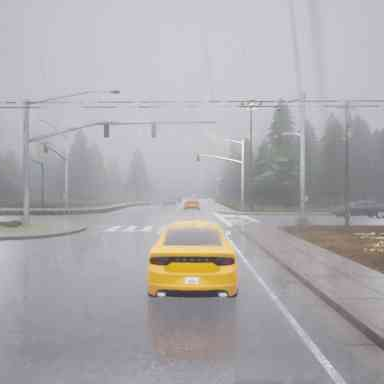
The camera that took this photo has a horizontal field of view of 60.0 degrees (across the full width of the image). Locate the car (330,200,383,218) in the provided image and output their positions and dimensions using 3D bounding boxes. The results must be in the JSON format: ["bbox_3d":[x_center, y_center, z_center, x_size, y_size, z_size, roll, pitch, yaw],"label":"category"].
[{"bbox_3d":[14.890,1.531,29.587,4.892,1.490,1.837,0,0,1],"label":"car"}]

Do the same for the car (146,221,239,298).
[{"bbox_3d":[0.043,1.474,8.599,1.882,1.535,5.008,0,0,1],"label":"car"}]

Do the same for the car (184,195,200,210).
[{"bbox_3d":[-0.011,1.478,42.262,1.882,1.535,5.008,0,0,0],"label":"car"}]

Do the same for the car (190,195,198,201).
[{"bbox_3d":[0.641,1.442,83.215,1.837,1.490,4.892,0,0,2],"label":"car"}]

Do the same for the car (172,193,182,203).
[{"bbox_3d":[-3.357,1.221,69.187,2.150,2.045,5.566,0,0,1],"label":"car"}]

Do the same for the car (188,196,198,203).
[{"bbox_3d":[0.250,1.537,72.823,2.033,1.411,5.357,0,0,2],"label":"car"}]

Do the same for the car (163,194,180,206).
[{"bbox_3d":[-3.587,1.548,54.708,2.033,1.411,5.357,0,0,0],"label":"car"}]
